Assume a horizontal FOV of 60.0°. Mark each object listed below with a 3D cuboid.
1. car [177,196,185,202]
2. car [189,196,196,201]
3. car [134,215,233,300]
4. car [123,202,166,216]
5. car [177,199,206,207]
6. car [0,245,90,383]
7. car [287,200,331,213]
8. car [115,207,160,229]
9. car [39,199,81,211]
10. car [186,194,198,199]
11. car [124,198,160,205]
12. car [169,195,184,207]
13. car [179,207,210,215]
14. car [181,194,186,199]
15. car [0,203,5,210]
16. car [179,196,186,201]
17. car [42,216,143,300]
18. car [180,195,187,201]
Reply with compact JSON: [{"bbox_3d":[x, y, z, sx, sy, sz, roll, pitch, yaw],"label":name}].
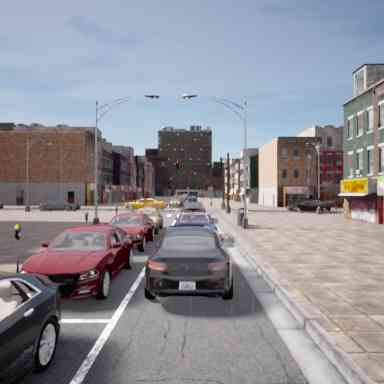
[{"bbox_3d":[-2.496,1.684,78.431,1.752,1.417,4.829,0,0,0],"label":"car"},{"bbox_3d":[0.164,1.804,92.089,1.895,1.301,4.718,0,0,0],"label":"car"},{"bbox_3d":[-0.041,1.528,8.302,1.812,1.442,4.674,0,0,1],"label":"car"},{"bbox_3d":[-2.600,1.537,19.254,1.752,1.417,4.829,0,0,0],"label":"car"},{"bbox_3d":[0.157,1.526,25.967,1.837,1.490,4.892,0,0,2],"label":"car"},{"bbox_3d":[-2.628,1.551,2.942,2.008,1.369,4.403,0,0,0],"label":"car"},{"bbox_3d":[13.850,1.697,39.578,5.008,1.535,1.882,1,0,0],"label":"car"},{"bbox_3d":[-2.609,1.551,13.931,1.887,1.381,4.507,0,0,0],"label":"car"},{"bbox_3d":[-14.473,1.500,36.536,4.181,1.385,1.994,0,0,0],"label":"car"},{"bbox_3d":[0.131,1.493,72.452,2.097,1.767,4.553,0,0,0],"label":"car"},{"bbox_3d":[-5.636,1.496,39.514,5.008,1.535,1.882,0,0,0],"label":"car"},{"bbox_3d":[-2.544,1.598,51.212,1.752,1.417,4.829,0,0,0],"label":"car"},{"bbox_3d":[0.122,1.609,15.666,1.895,1.301,4.718,0,0,0],"label":"car"},{"bbox_3d":[-2.533,1.403,56.826,2.192,1.841,5.009,0,0,0],"label":"car"},{"bbox_3d":[-23.224,1.378,36.508,4.892,1.490,1.837,0,0,0],"label":"car"},{"bbox_3d":[-2.476,1.744,89.490,1.887,1.381,4.507,0,0,0],"label":"car"},{"bbox_3d":[-2.619,1.547,8.436,1.887,1.381,4.507,0,0,0],"label":"car"},{"bbox_3d":[-2.466,1.659,94.935,1.967,1.590,4.097,0,0,0],"label":"car"}]
